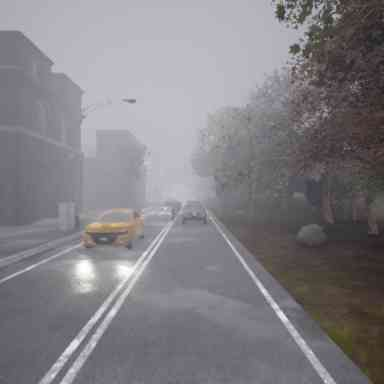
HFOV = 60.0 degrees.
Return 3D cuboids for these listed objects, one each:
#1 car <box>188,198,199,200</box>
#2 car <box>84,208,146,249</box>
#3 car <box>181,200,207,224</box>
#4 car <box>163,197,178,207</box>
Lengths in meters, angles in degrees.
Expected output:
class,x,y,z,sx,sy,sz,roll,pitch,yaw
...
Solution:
class,x,y,z,sx,sy,sz,roll,pitch,yaw
car,0.168,1.509,44.711,1.882,1.535,5.008,0,0,0
car,-3.288,1.510,14.961,1.882,1.535,5.008,0,0,0
car,0.170,1.589,25.453,2.033,1.411,5.357,0,0,0
car,-3.264,1.541,51.926,1.812,1.442,4.674,0,0,0
